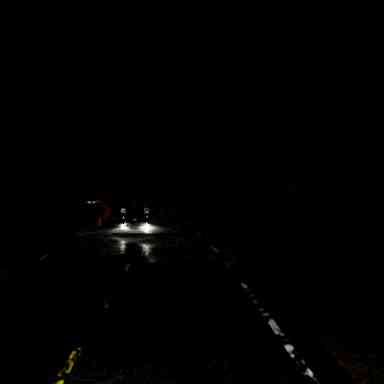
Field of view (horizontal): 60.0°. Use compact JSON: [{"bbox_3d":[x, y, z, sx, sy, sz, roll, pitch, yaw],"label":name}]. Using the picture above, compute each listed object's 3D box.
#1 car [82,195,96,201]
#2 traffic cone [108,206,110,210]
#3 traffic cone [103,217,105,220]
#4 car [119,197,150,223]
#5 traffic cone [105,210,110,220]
[{"bbox_3d":[-22.858,1.328,73.890,1.994,1.385,4.181,0,0,-38],"label":"car"},{"bbox_3d":[-7.793,1.852,31.012,0.340,0.580,0.340,0,0,-13],"label":"traffic cone"},{"bbox_3d":[-5.948,1.884,21.370,0.340,0.580,0.340,0,0,-9],"label":"traffic cone"},{"bbox_3d":[-4.228,1.272,24.545,2.097,1.767,4.553,0,0,-10],"label":"car"},{"bbox_3d":[-6.790,1.868,26.206,0.340,0.580,0.340,0,0,-11],"label":"traffic cone"}]
